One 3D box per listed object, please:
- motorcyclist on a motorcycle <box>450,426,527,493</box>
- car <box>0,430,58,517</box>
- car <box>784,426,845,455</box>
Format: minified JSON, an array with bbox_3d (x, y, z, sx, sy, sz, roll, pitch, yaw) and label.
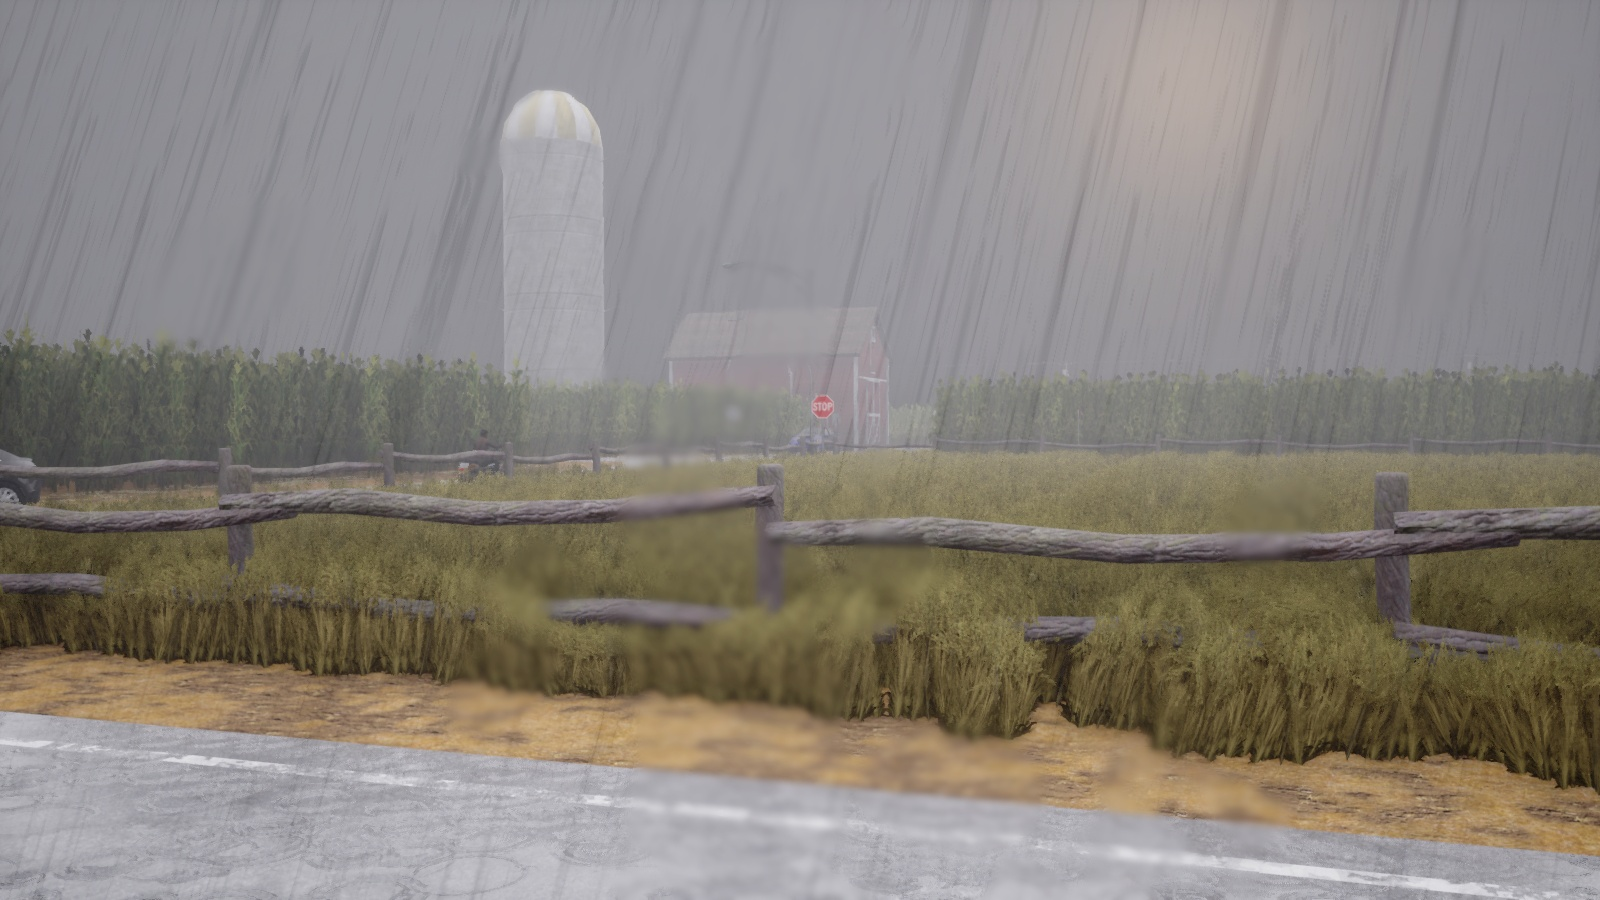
[{"bbox_3d":[-8.005,0.210,32.384,0.766,1.649,2.350,1,1,19],"label":"motorcyclist on a motorcycle"},{"bbox_3d":[-15.179,0.439,20.862,1.837,1.490,4.892,1,1,19],"label":"car"},{"bbox_3d":[0.848,-0.513,68.201,2.007,1.525,4.514,1,1,19],"label":"car"}]
